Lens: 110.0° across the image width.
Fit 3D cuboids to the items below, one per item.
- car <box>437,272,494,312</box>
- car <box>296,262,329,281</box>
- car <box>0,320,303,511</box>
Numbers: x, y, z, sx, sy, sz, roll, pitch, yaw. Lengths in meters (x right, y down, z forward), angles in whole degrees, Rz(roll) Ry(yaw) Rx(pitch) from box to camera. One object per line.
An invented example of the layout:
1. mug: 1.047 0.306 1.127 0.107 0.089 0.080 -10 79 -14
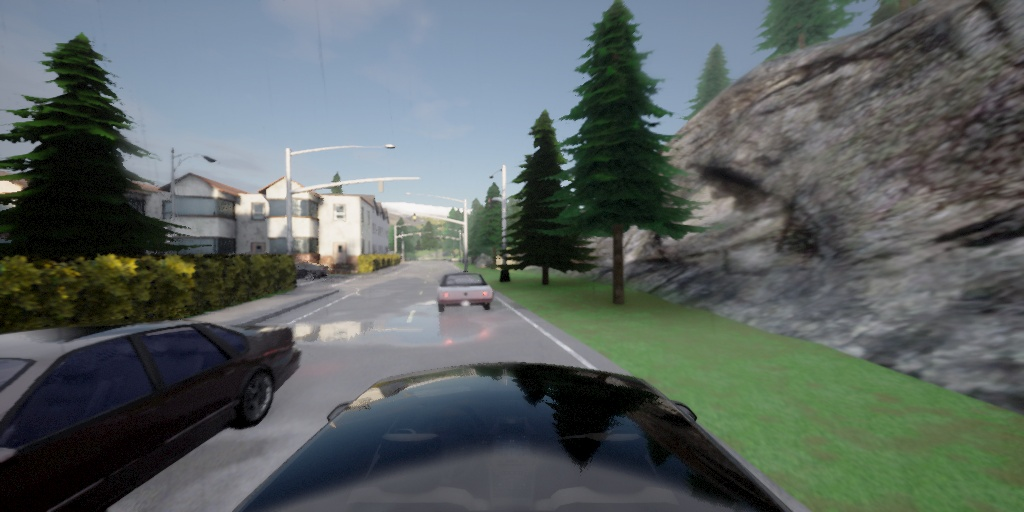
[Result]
1. car: -1.941 1.289 14.028 1.895 1.301 4.718 -1 0 -11
2. car: -17.454 1.271 28.790 4.892 1.490 1.837 -1 -1 -12
3. car: -3.826 1.334 2.901 2.033 1.411 5.357 -1 0 -4
